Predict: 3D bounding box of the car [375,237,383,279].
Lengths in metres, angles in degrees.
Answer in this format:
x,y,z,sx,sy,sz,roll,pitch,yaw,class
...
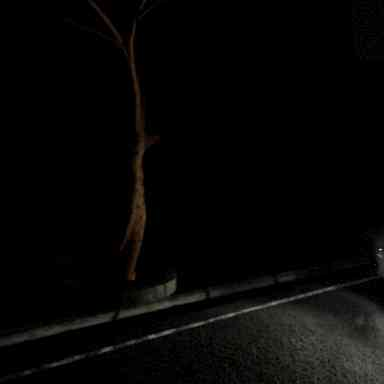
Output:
x,y,z,sx,sy,sz,roll,pitch,yaw,class
6.684,1.136,7.706,5.566,2.045,2.150,0,1,-30,car
